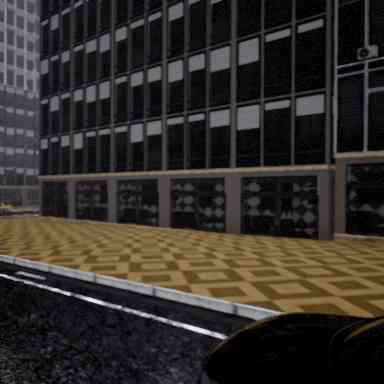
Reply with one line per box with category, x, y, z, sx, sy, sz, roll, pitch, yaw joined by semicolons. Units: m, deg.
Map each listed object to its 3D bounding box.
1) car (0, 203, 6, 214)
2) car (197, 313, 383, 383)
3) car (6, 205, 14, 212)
car;-23.677;1.876;36.270;2.192;1.841;5.009;0;-1;36
car;2.262;1.495;2.038;4.892;1.490;1.837;-1;-1;36
car;-27.182;2.072;45.641;1.752;1.417;4.829;0;-1;36
